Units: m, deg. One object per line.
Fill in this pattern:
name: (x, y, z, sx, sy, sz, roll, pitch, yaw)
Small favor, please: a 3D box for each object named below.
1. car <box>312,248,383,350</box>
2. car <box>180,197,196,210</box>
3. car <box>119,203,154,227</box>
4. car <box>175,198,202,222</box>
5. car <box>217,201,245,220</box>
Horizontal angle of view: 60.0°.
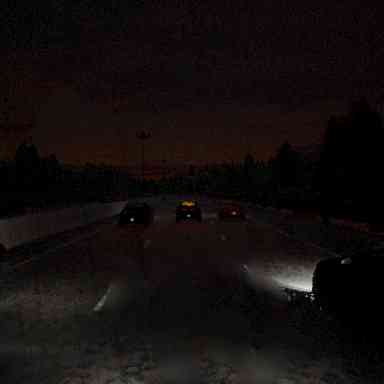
car: (3.482, 1.555, 5.239, 1.994, 1.385, 4.181, 0, 0, 0)
car: (-0.524, 1.468, 42.763, 1.882, 1.535, 5.008, 0, 0, -1)
car: (-3.729, 1.494, 22.983, 2.128, 1.511, 4.902, 0, 0, -1)
car: (-0.276, 1.484, 26.124, 2.128, 1.511, 4.902, 0, 0, -1)
car: (3.195, 1.463, 28.138, 1.882, 1.535, 5.008, 0, 0, -1)
